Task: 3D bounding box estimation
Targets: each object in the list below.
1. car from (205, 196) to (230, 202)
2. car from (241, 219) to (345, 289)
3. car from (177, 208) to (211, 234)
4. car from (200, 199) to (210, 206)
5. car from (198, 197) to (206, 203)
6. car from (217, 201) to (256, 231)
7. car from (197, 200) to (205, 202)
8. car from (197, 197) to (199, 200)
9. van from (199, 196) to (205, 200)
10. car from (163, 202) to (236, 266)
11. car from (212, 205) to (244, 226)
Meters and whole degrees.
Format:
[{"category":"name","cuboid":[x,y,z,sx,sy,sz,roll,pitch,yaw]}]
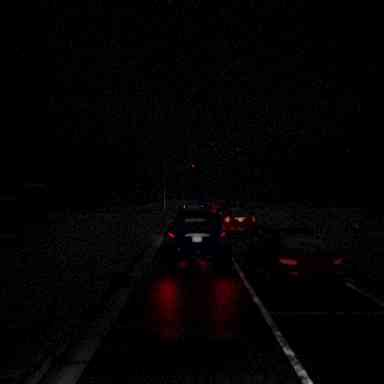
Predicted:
[{"category":"car","cuboid":[2.629,1.506,30.666,2.192,1.841,5.009,-1,0,0]},{"category":"car","cuboid":[2.630,1.635,9.055,1.802,1.307,4.206,-1,0,0]},{"category":"car","cuboid":[0.097,1.728,20.944,1.895,1.301,4.718,0,0,0]},{"category":"car","cuboid":[2.635,2.051,67.837,1.802,1.307,4.206,-1,0,0]},{"category":"car","cuboid":[2.635,2.200,89.463,1.887,1.381,4.507,-1,-1,0]},{"category":"car","cuboid":[2.629,1.560,19.861,1.967,1.590,4.097,-1,0,0]},{"category":"car","cuboid":[0.105,1.757,30.956,1.994,1.385,4.181,0,0,-1]},{"category":"car","cuboid":[2.630,1.740,62.433,2.192,1.841,5.009,-1,0,0]},{"category":"van","cuboid":[2.630,1.724,57.027,1.690,1.788,3.998,-1,0,0]},{"category":"car","cuboid":[0.105,1.423,11.969,2.097,1.767,4.553,0,0,-1]},{"category":"car","cuboid":[2.631,1.721,25.262,1.947,1.339,4.313,-1,0,0]}]
